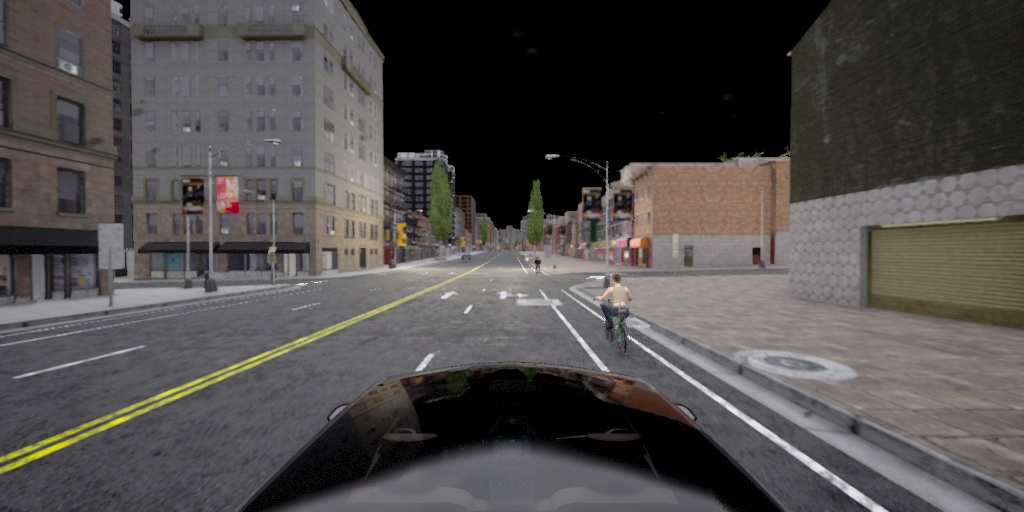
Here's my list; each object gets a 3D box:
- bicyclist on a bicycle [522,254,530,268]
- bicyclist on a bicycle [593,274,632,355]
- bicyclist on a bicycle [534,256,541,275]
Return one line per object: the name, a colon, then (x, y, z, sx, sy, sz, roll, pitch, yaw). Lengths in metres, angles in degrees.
bicyclist on a bicycle: (2.252, 0.869, 52.387, 0.866, 1.612, 1.509, 0, 1, 0)
bicyclist on a bicycle: (2.230, 1.182, 7.739, 0.866, 1.612, 1.509, 0, 0, 0)
bicyclist on a bicycle: (2.248, 0.892, 31.578, 0.659, 1.776, 1.843, 0, -1, 0)
